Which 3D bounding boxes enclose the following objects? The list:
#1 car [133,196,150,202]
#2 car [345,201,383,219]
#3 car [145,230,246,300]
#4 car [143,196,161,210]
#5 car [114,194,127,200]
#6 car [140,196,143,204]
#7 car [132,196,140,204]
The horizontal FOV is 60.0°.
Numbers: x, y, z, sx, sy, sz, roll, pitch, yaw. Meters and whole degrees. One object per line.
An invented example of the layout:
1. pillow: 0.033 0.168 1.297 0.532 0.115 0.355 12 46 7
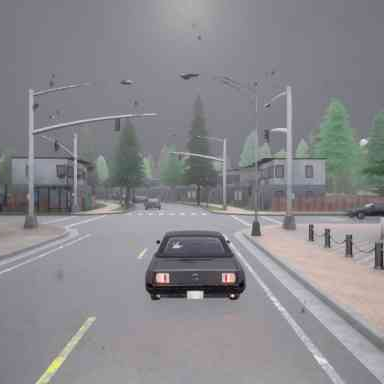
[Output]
1. car: -10.963 1.505 71.921 1.994 1.385 4.181 0 0 -36
2. car: 15.405 1.510 28.052 4.674 1.442 1.812 0 0 1
3. car: 0.033 1.601 8.325 1.895 1.301 4.718 0 0 -1
4. car: -4.946 1.491 42.447 1.812 1.442 4.674 0 0 -6
5. car: -16.966 1.322 79.982 4.674 1.442 1.812 0 0 45
6. car: -6.469 1.513 52.017 2.033 1.411 5.357 0 0 -14
7. car: -9.935 1.472 62.060 1.837 1.490 4.892 0 0 -23
